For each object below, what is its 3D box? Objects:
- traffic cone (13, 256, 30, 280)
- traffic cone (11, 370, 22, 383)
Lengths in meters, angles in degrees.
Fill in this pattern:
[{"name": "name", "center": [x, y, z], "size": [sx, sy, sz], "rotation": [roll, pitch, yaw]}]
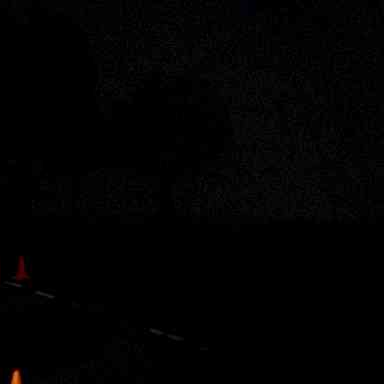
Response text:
[{"name": "traffic cone", "center": [-4.683, 2.067, 9.156], "size": [0.340, 0.580, 0.340], "rotation": [0, -1, 37]}, {"name": "traffic cone", "center": [-1.671, 1.996, 3.163], "size": [0.340, 0.580, 0.340], "rotation": [0, -1, 37]}]
